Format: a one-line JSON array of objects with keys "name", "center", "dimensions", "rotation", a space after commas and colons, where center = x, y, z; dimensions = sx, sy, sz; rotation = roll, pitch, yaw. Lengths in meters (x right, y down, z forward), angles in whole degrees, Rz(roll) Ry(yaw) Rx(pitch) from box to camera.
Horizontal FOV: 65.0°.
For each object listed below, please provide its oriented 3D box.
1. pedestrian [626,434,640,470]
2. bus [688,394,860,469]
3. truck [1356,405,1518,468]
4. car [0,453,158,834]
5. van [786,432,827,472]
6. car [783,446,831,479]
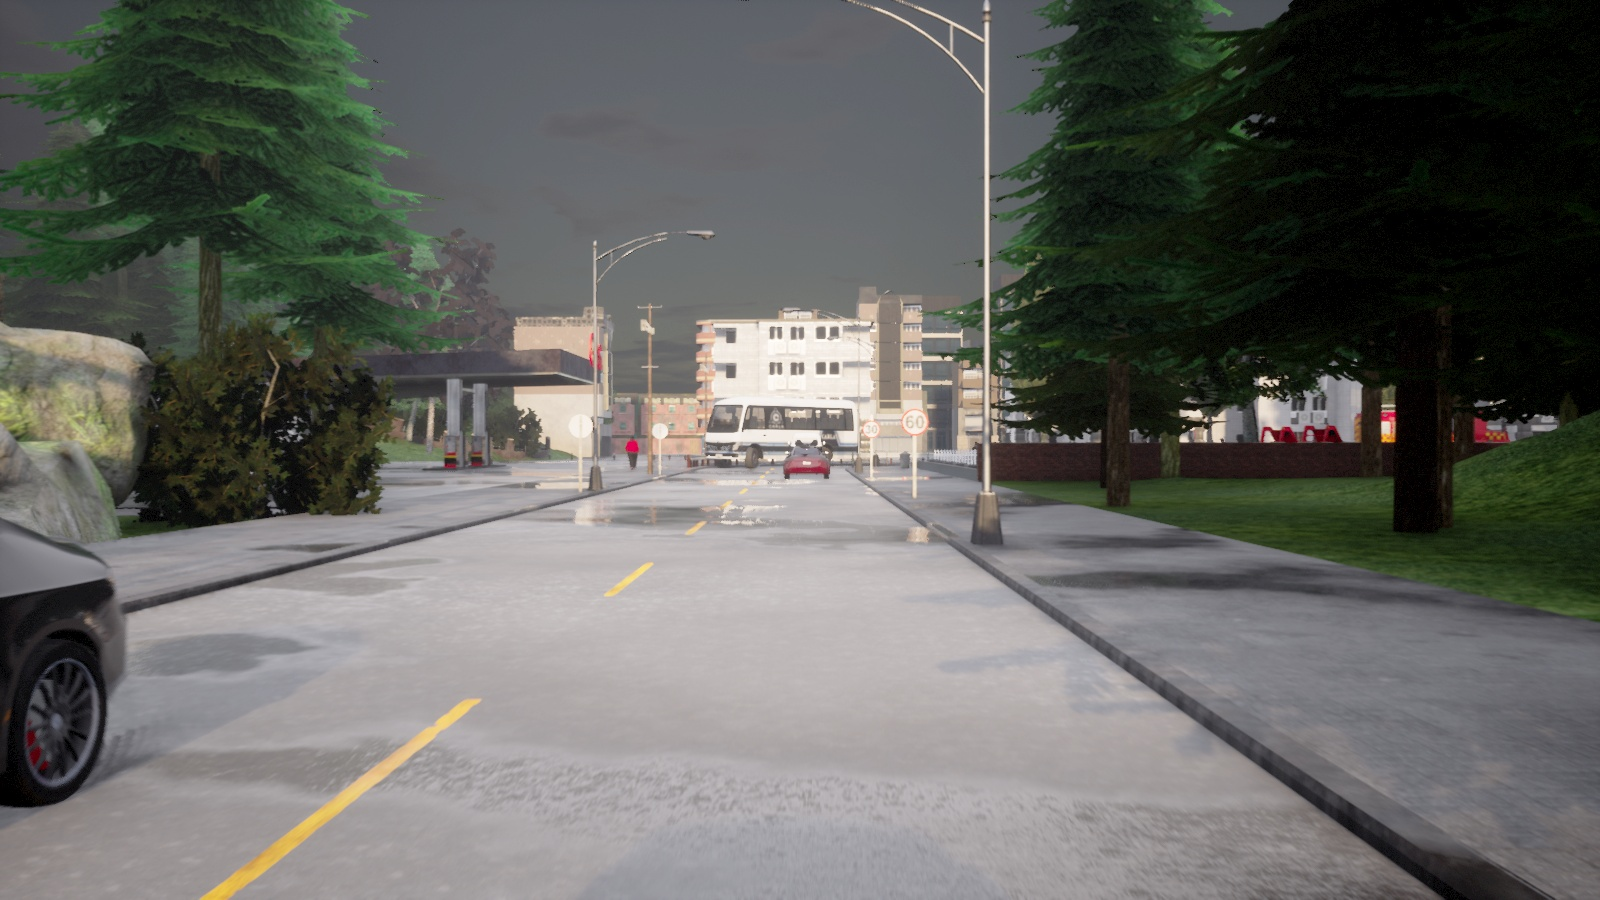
[{"name": "pedestrian", "center": [-8.558, 0.087, 64.240], "dimensions": [0.634, 1.844, 0.899], "rotation": [0, 0, -3]}, {"name": "bus", "center": [-1.442, -1.068, 75.990], "dimensions": [10.273, 4.253, 3.944], "rotation": [0, 1, -42]}, {"name": "truck", "center": [39.073, -0.822, 77.225], "dimensions": [8.468, 3.827, 2.891], "rotation": [0, 0, 0]}, {"name": "car", "center": [-3.964, 0.748, 3.622], "dimensions": [1.812, 1.442, 4.674], "rotation": [0, 0, 0]}, {"name": "van", "center": [0.344, 0.093, 66.843], "dimensions": [2.069, 2.038, 4.480], "rotation": [0, 0, 0]}, {"name": "car", "center": [0.287, 0.506, 54.053], "dimensions": [1.994, 1.385, 4.181], "rotation": [0, 0, 0]}]
